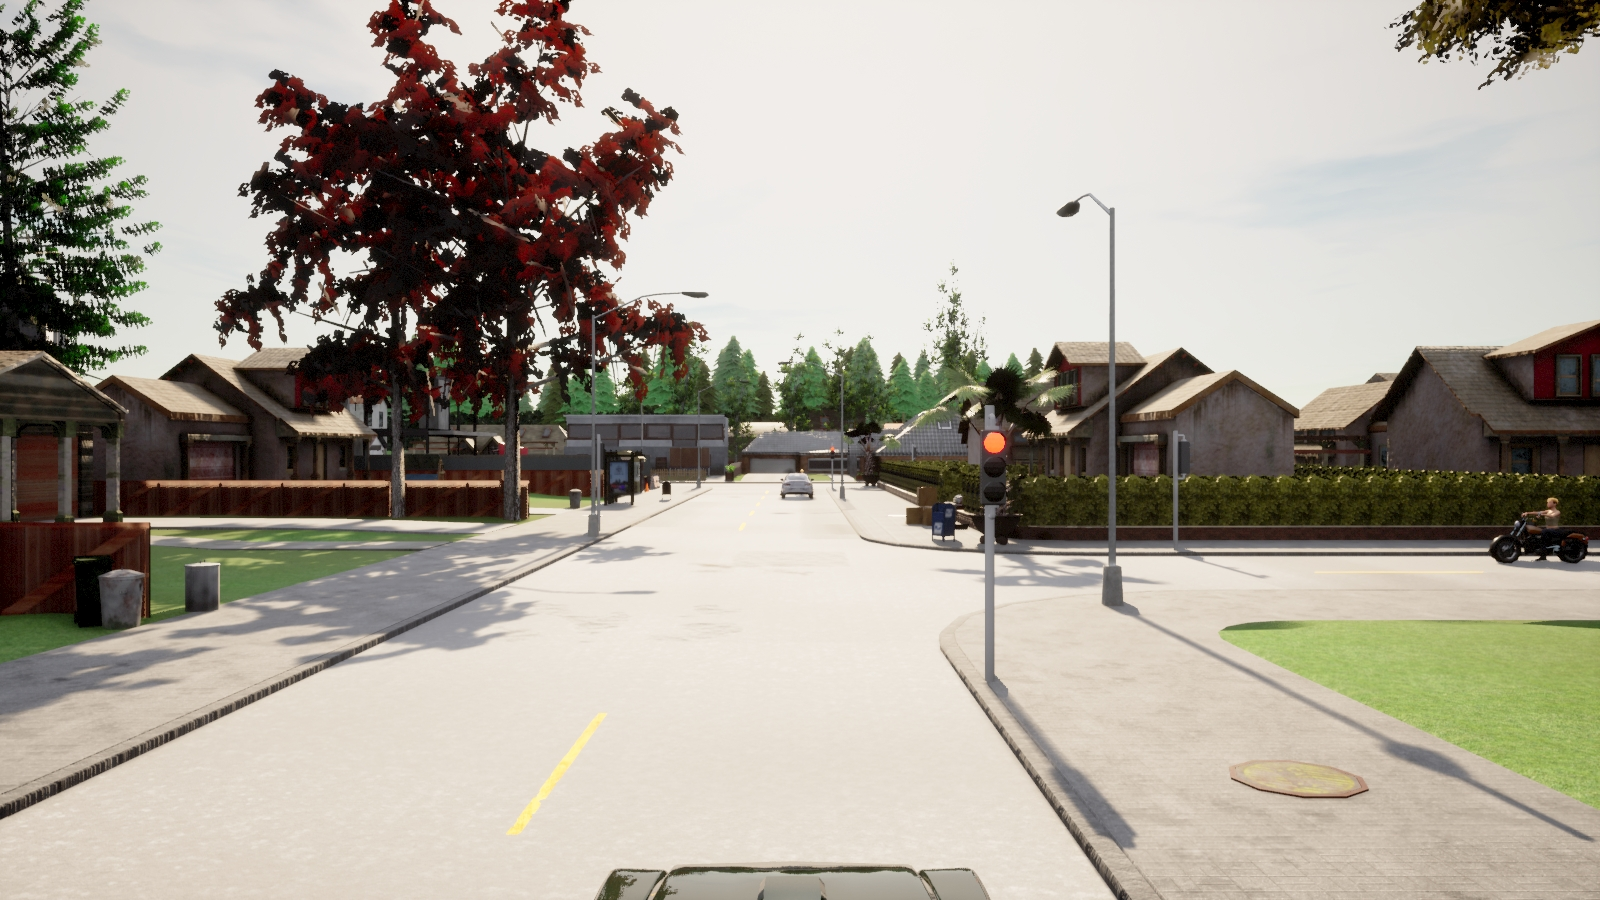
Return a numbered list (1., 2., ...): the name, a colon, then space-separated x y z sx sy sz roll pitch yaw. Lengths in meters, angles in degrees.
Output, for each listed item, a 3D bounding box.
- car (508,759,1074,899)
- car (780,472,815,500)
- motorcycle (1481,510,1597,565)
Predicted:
1. car: -0.028 2.155 3.193 1.895 1.301 4.718 0 0 0
2. car: -0.164 2.081 66.907 2.002 1.442 4.674 0 0 0
3. motorcycle: 18.237 2.155 28.222 2.356 1.307 0.764 0 0 0
